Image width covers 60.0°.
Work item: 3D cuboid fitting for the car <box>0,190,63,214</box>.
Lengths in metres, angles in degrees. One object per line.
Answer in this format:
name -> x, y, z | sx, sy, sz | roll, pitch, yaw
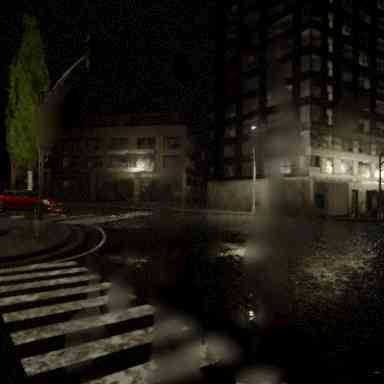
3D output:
car -> -11.848, 0.664, 24.407 | 4.553, 1.767, 2.097 | 2, 0, 11
